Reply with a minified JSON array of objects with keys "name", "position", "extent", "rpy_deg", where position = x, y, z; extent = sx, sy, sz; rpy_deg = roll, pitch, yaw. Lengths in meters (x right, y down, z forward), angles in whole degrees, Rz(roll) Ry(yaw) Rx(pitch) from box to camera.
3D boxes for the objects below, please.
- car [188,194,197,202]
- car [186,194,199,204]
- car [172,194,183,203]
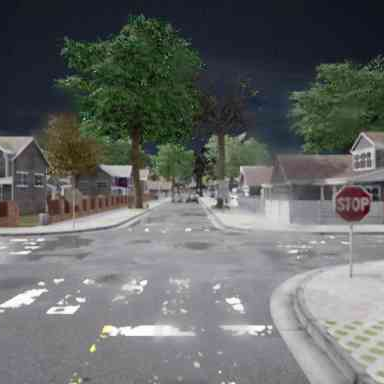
[{"name":"car","position":[0.045,1.210,67.361],"extent":[1.812,1.442,4.674],"rpy_deg":[0,0,0]},{"name":"car","position":[0.039,1.082,57.327],"extent":[2.097,1.767,4.553],"rpy_deg":[0,0,0]},{"name":"car","position":[-2.709,1.204,61.114],"extent":[2.128,1.511,4.902],"rpy_deg":[0,0,0]}]
